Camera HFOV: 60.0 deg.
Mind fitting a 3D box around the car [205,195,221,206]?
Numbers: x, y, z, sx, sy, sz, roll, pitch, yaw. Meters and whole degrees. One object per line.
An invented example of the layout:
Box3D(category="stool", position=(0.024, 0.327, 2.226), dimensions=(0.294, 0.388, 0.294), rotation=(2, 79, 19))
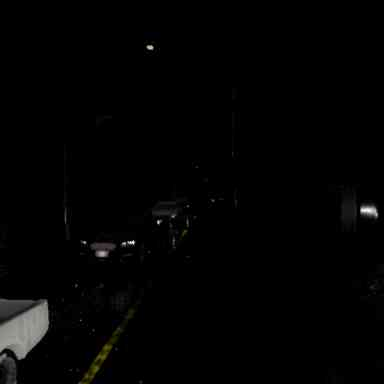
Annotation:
Box3D(category="car", position=(3.006, 1.193, 47.569), dimensions=(2.033, 1.411, 5.357), rotation=(1, 0, 4))

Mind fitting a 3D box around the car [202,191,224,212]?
Box3D(category="car", position=(2.236, 0.948, 35.271), dimensions=(2.150, 2.045, 5.566), rotation=(1, 0, 4))

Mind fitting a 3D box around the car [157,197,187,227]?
Box3D(category="car", position=(-1.601, 1.317, 21.180), dimensions=(1.812, 1.442, 4.674), rotation=(1, 0, 4))

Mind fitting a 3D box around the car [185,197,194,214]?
Box3D(category="car", position=(-0.934, 1.241, 31.296), dimensions=(1.812, 1.442, 4.674), rotation=(1, 0, 4))

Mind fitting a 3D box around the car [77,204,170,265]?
Box3D(category="car", position=(-2.234, 1.360, 11.259), dimensions=(2.128, 1.511, 4.902), rotation=(1, 1, 4))

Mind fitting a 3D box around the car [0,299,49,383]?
Box3D(category="car", position=(-2.822, 1.542, 1.931), dimensions=(1.895, 1.301, 4.718), rotation=(1, 1, 3))
